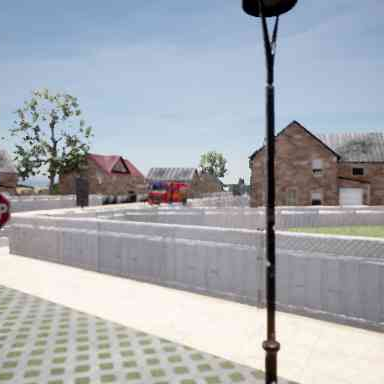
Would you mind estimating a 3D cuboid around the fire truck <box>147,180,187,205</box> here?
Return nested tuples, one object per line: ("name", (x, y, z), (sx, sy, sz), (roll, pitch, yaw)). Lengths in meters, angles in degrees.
("fire truck", (-3.379, 0.167, 48.319), (2.891, 3.827, 8.468), (2, 1, 19))
